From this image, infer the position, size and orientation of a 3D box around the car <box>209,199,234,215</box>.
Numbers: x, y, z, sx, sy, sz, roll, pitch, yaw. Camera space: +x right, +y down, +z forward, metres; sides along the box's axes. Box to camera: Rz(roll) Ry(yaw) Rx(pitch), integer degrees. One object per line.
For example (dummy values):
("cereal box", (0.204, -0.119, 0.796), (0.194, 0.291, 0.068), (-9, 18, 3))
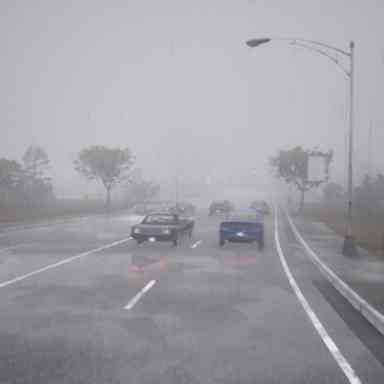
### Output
("car", (2.939, 1.482, 32.711), (1.837, 1.490, 4.892), (0, 1, 14))

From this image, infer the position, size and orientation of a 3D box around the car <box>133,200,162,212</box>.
("car", (-4.223, 1.523, 33.774), (1.895, 1.301, 4.718), (1, 1, 14))

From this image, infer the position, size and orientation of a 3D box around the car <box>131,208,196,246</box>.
("car", (-1.163, 1.642, 15.706), (1.895, 1.301, 4.718), (0, 0, 12))

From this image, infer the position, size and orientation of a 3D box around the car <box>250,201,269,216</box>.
("car", (6.759, 1.552, 33.567), (1.994, 1.385, 4.181), (1, 1, 14))

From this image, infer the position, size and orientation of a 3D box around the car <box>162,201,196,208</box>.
("car", (-1.018, 1.560, 32.166), (1.895, 1.301, 4.718), (1, 1, 14))

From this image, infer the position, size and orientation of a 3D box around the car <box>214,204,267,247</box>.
("car", (2.449, 1.550, 15.728), (1.882, 1.535, 5.008), (0, 0, 12))
